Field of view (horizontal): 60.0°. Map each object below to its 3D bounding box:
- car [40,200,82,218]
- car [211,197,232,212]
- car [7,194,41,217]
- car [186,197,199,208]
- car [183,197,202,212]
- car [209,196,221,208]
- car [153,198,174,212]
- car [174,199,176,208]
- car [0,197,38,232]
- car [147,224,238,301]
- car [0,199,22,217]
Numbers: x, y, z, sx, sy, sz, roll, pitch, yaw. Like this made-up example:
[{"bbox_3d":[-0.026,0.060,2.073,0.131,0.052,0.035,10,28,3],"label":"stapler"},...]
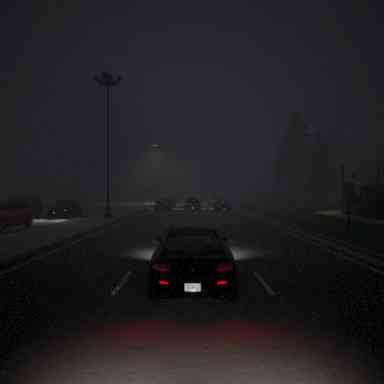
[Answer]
[{"bbox_3d":[-11.439,1.503,30.015,1.837,1.490,4.892,0,0,0],"label":"car"},{"bbox_3d":[3.579,1.599,39.247,1.895,1.301,4.718,0,0,0],"label":"car"},{"bbox_3d":[-14.942,1.220,28.776,2.150,2.045,5.566,0,0,0],"label":"car"},{"bbox_3d":[0.099,1.502,49.228,1.837,1.490,4.892,0,0,0],"label":"car"},{"bbox_3d":[0.078,1.503,38.808,1.837,1.490,4.892,0,0,0],"label":"car"},{"bbox_3d":[3.599,1.349,49.191,2.097,1.767,4.553,0,0,0],"label":"car"},{"bbox_3d":[-3.421,1.523,39.232,1.812,1.442,4.674,0,0,0],"label":"car"},{"bbox_3d":[-3.401,1.561,49.235,1.994,1.385,4.181,0,0,0],"label":"car"},{"bbox_3d":[-11.465,1.351,19.841,2.097,1.767,4.553,0,0,0],"label":"car"},{"bbox_3d":[0.017,1.525,8.198,1.812,1.442,4.674,0,0,0],"label":"car"},{"bbox_3d":[-18.436,1.503,31.840,1.837,1.490,4.892,0,0,0],"label":"car"}]
